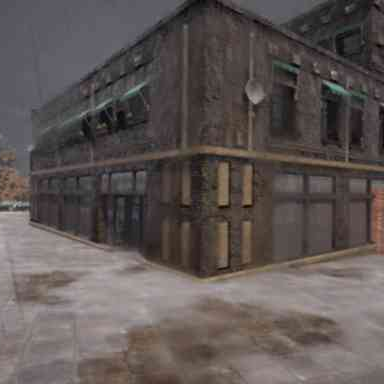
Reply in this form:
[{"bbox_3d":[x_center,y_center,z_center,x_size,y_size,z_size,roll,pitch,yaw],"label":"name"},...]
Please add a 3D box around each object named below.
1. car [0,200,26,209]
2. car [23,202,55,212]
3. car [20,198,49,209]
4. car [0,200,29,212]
[{"bbox_3d":[-34.912,2.491,64.452,5.366,1.575,1.946,1,-2,22],"label":"car"},{"bbox_3d":[-25.085,2.476,54.549,4.792,1.488,2.163,1,-2,22],"label":"car"},{"bbox_3d":[-32.975,2.407,69.692,5.566,2.045,2.435,1,-1,22],"label":"car"},{"bbox_3d":[-27.152,2.088,49.384,4.553,1.767,2.185,1,-2,22],"label":"car"}]
